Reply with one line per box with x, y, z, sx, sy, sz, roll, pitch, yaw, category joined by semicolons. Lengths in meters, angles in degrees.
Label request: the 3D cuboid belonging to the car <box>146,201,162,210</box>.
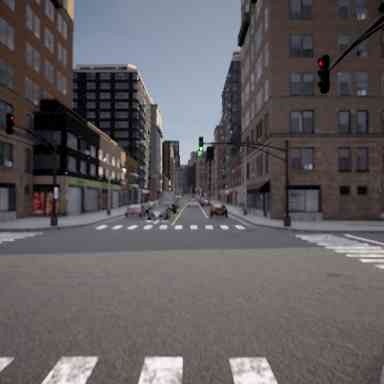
-5.792;2.048;51.421;2.008;1.369;4.403;1;-1;0;car

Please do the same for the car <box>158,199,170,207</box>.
-5.754;2.207;68.178;2.008;1.369;4.403;1;-1;0;car

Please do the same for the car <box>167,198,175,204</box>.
-5.704;2.443;90.520;1.802;1.307;4.206;1;-1;0;car

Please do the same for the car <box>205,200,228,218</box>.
2.716;1.878;34.648;1.887;1.381;4.507;1;-1;0;car

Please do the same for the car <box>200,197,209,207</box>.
2.772;2.186;62.575;1.802;1.307;4.206;1;-1;0;car

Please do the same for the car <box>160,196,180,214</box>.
-3.035;1.624;41.701;2.150;2.045;5.566;0;-1;0;car

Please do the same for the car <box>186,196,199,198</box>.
0.114;2.072;71.418;1.994;1.385;4.181;0;-1;0;car

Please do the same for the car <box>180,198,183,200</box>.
-3.003;2.077;54.763;2.033;1.411;5.357;0;-1;0;car

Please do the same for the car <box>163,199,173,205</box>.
-5.729;2.325;79.349;1.947;1.339;4.313;1;-1;0;car

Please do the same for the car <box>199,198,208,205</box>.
2.807;2.200;79.333;1.967;1.590;4.097;1;-1;0;car

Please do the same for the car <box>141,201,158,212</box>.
-5.804;1.966;45.666;1.752;1.417;4.829;1;-1;0;car

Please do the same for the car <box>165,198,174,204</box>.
-5.716;2.334;84.765;1.752;1.417;4.829;1;-1;0;car

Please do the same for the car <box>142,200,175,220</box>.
-3.056;1.793;31.452;2.128;1.511;4.902;0;-1;0;car

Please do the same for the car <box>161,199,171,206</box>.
-5.742;2.274;73.763;1.947;1.339;4.313;1;-1;0;car

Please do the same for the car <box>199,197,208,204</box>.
2.820;2.126;84.919;2.192;1.841;5.009;1;-1;0;car

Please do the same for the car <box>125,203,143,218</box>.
-5.829;1.915;34.664;1.802;1.307;4.206;1;-1;0;car

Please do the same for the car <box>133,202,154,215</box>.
-5.817;1.954;40.249;1.947;1.339;4.313;1;-1;0;car

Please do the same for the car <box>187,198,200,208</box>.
0.094;2.194;61.441;1.895;1.301;4.718;0;-1;0;car

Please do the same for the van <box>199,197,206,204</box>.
2.831;2.203;90.505;1.690;1.788;3.998;1;-1;0;van
